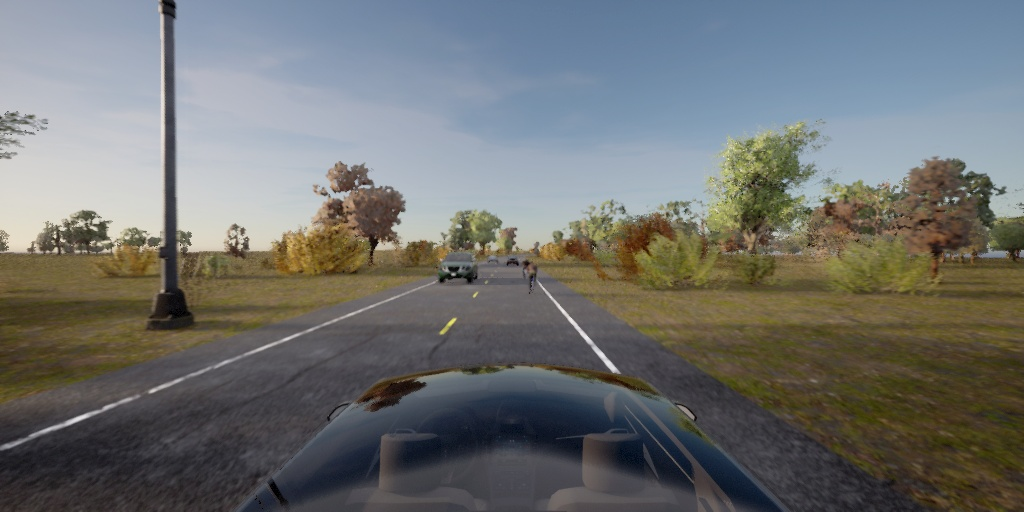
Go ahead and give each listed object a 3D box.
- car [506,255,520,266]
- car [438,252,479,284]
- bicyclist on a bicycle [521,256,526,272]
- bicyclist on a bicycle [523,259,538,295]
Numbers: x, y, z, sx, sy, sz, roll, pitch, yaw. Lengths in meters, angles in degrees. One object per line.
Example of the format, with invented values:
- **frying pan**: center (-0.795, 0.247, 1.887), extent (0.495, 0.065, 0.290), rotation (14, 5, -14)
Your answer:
- **car**: center (0.097, 0.692, 55.827), extent (1.837, 1.490, 4.892), rotation (0, 1, 0)
- **car**: center (-3.574, 0.746, 24.725), extent (2.150, 2.045, 5.566), rotation (0, 0, 0)
- **bicyclist on a bicycle**: center (0.978, 0.872, 26.807), extent (0.659, 1.776, 1.843), rotation (0, 1, 0)
- **bicyclist on a bicycle**: center (0.972, 1.053, 17.134), extent (0.582, 1.620, 1.656), rotation (0, 0, 0)
